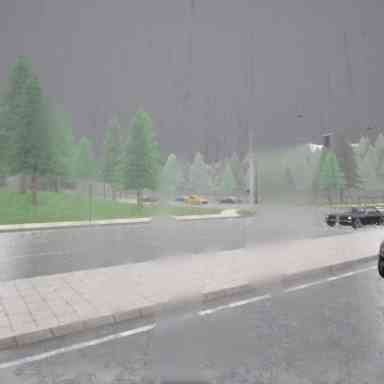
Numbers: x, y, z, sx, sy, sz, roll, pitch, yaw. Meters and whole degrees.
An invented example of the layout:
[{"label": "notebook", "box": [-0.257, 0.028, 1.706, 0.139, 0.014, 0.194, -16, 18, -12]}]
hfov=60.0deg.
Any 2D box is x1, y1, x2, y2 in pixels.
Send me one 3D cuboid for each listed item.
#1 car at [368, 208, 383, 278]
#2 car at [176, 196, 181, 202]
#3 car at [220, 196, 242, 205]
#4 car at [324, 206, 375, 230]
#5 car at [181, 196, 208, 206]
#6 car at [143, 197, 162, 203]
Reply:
[{"label": "car", "box": [6.882, 1.342, 8.688, 4.553, 1.767, 2.097, 0, 0, -35]}, {"label": "car", "box": [-1.782, 1.487, 71.344, 1.812, 1.442, 4.674, 0, 0, -35]}, {"label": "car", "box": [6.828, 1.489, 58.903, 1.812, 1.442, 4.674, 0, 0, -35]}, {"label": "car", "box": [10.505, 1.584, 21.140, 4.718, 1.301, 1.895, 0, 0, -35]}, {"label": "car", "box": [0.728, 1.447, 55.402, 1.882, 1.535, 5.008, 0, 0, -35]}, {"label": "car", "box": [-8.120, 1.569, 68.184, 1.895, 1.301, 4.718, 0, 0, -35]}]
